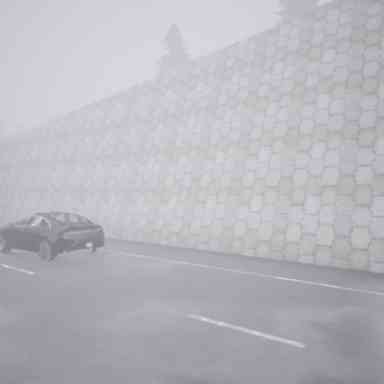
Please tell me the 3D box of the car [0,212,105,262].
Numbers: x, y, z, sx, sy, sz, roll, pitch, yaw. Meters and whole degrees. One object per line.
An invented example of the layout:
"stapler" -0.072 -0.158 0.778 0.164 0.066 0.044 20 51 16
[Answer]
"car" -5.255 1.474 12.048 4.902 1.511 2.128 0 0 36
